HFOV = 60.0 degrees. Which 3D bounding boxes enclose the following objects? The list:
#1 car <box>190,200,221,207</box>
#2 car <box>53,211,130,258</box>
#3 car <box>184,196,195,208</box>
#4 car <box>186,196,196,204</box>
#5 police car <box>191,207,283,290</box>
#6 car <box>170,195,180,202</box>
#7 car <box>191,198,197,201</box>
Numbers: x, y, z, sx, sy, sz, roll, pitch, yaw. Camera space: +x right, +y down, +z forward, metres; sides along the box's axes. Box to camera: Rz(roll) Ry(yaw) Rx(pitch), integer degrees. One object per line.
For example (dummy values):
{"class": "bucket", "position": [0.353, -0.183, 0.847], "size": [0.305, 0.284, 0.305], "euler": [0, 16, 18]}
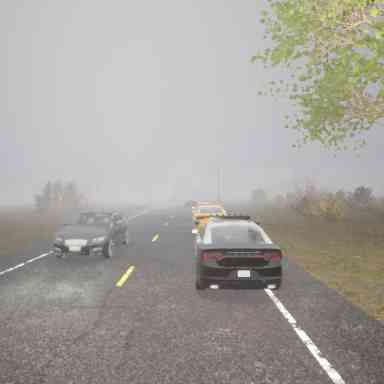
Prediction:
{"class": "car", "position": [1.008, 1.482, 19.114], "size": [1.882, 1.535, 5.008], "euler": [0, 0, 0]}
{"class": "car", "position": [-3.628, 1.495, 12.766], "size": [2.128, 1.511, 4.902], "euler": [0, 0, 0]}
{"class": "car", "position": [-0.069, 1.534, 47.654], "size": [1.812, 1.442, 4.674], "euler": [0, 0, 1]}
{"class": "car", "position": [-0.139, 1.516, 63.322], "size": [1.837, 1.490, 4.892], "euler": [0, 0, 0]}
{"class": "police car", "position": [1.030, 1.428, 9.223], "size": [1.930, 1.638, 5.238], "euler": [0, 0, 0]}
{"class": "car", "position": [-3.664, 1.518, 74.441], "size": [1.837, 1.490, 4.892], "euler": [0, 0, 0]}
{"class": "car", "position": [0.994, 1.461, 25.305], "size": [1.801, 1.575, 5.366], "euler": [0, 0, 0]}
